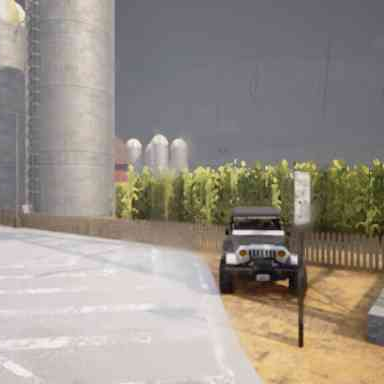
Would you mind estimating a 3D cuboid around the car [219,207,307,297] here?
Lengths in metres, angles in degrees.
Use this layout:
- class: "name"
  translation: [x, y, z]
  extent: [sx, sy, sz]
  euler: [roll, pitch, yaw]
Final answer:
- class: "car"
  translation: [1.713, 1.383, 8.800]
  extent: [1.905, 1.878, 3.866]
  euler: [0, 0, 7]
